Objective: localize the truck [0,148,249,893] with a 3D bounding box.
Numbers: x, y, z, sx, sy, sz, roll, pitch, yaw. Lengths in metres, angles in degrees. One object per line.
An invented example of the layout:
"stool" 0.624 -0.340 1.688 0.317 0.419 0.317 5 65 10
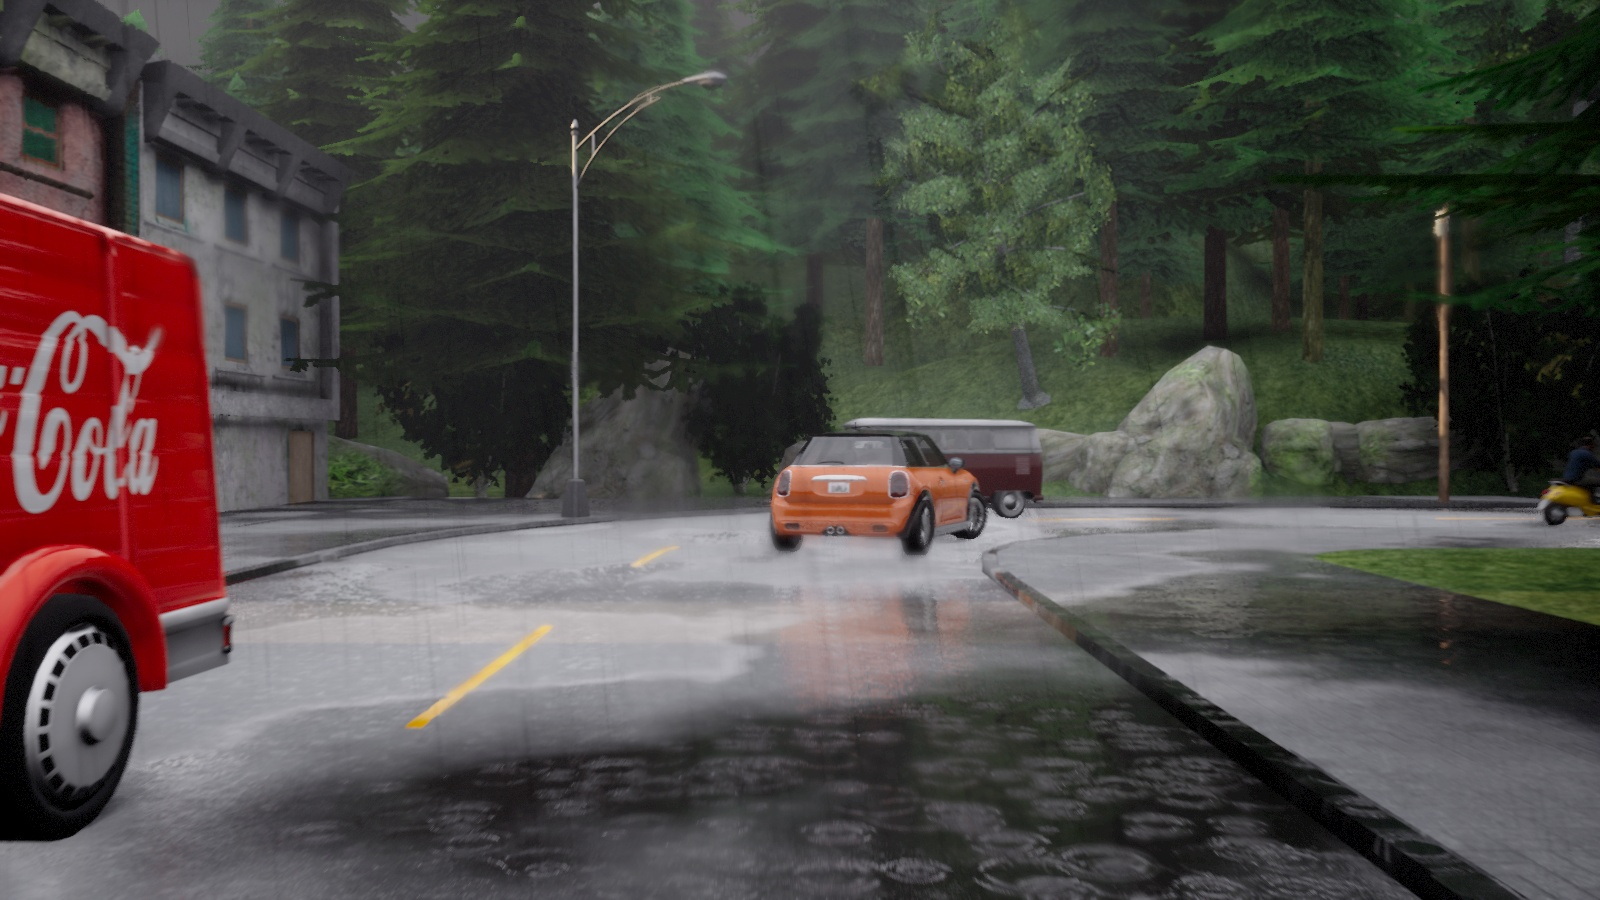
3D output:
"truck" -3.967 0.237 3.417 2.627 2.467 5.204 0 0 0

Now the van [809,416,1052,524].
"van" 2.577 0.363 24.805 4.442 1.987 1.775 0 0 -22

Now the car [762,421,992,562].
"car" 1.282 0.504 18.269 2.097 1.767 4.553 0 0 21

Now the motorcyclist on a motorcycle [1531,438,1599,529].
"motorcyclist on a motorcycle" 14.172 0.585 22.349 1.817 1.590 0.866 0 0 -1
